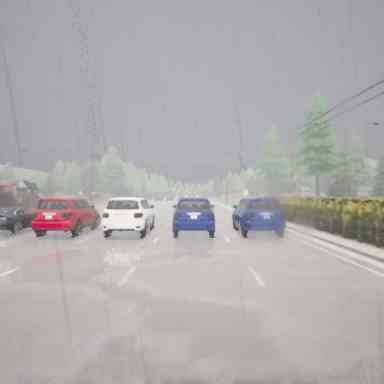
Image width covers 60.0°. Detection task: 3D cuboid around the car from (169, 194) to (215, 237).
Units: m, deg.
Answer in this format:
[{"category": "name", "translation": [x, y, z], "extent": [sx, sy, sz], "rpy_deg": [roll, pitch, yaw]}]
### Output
[{"category": "car", "translation": [0.093, 1.319, 18.730], "extent": [2.150, 2.045, 5.566], "rpy_deg": [0, 0, 0]}]

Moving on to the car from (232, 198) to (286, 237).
[{"category": "car", "translation": [3.593, 1.319, 18.682], "extent": [2.150, 2.045, 5.566], "rpy_deg": [0, 0, 0]}]

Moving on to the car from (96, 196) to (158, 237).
[{"category": "car", "translation": [-3.407, 1.319, 18.671], "extent": [2.150, 2.045, 5.566], "rpy_deg": [0, 0, 0]}]

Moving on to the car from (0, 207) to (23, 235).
[{"category": "car", "translation": [-10.407, 1.593, 19.544], "extent": [2.128, 1.511, 4.902], "rpy_deg": [0, 0, 0]}]

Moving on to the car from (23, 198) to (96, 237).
[{"category": "car", "translation": [-6.908, 1.319, 18.732], "extent": [2.150, 2.045, 5.566], "rpy_deg": [0, 0, 0]}]
